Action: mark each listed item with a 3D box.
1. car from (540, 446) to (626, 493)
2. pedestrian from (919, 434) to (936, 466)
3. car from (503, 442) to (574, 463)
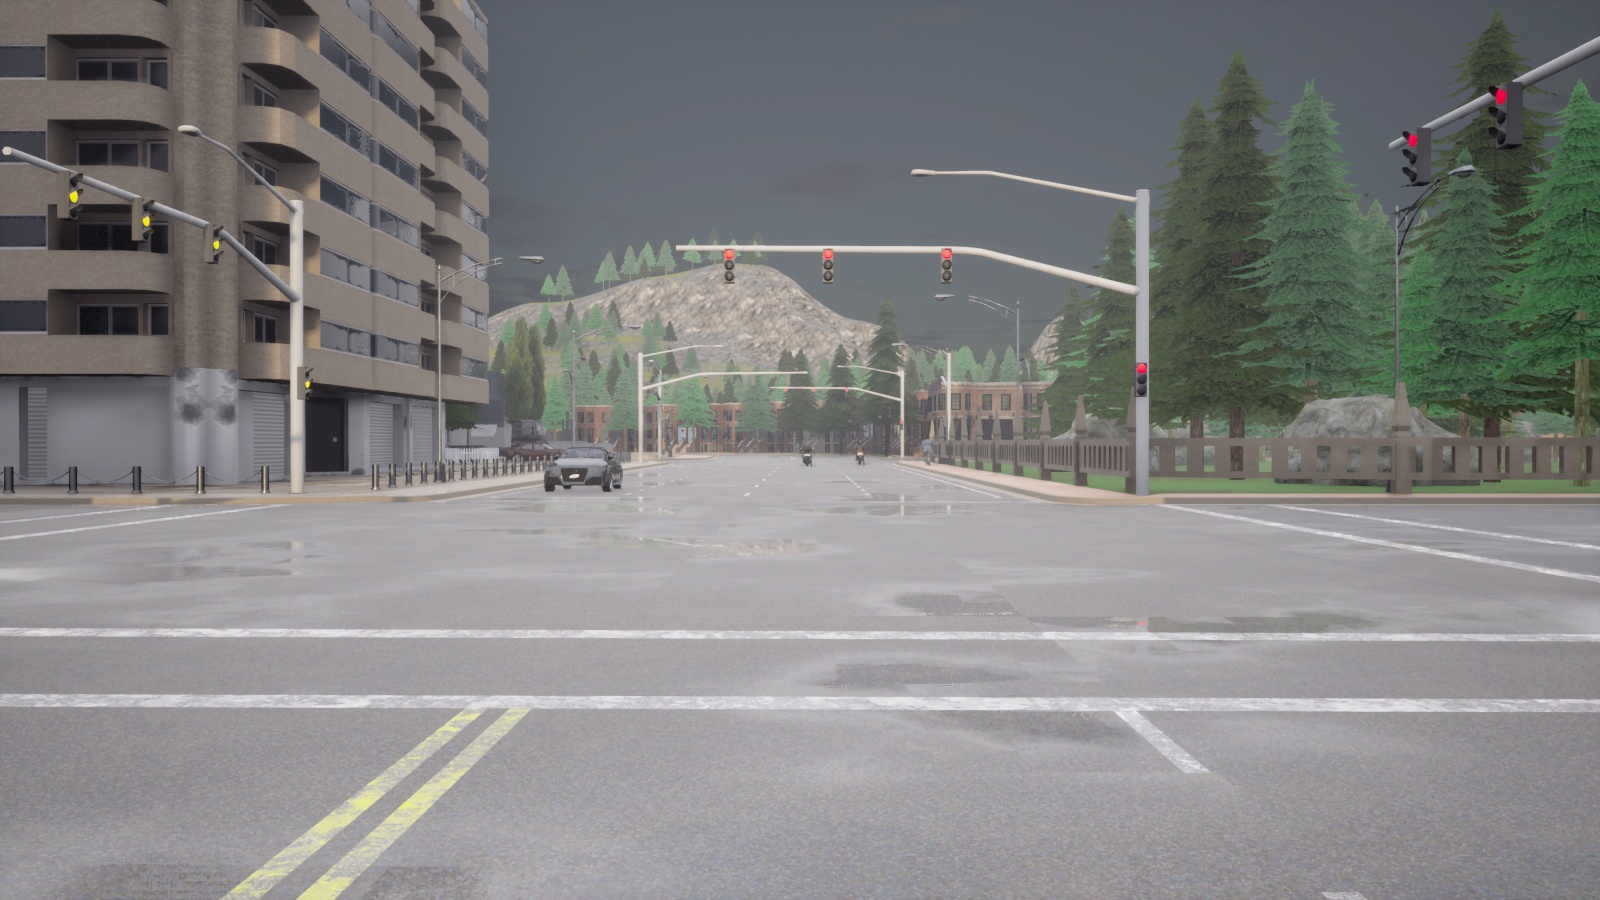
[{"bbox_3d":[-6.774,0.582,39.592,1.994,1.385,4.181,0,0,0],"label":"car"},{"bbox_3d":[7.423,-0.001,73.054,0.874,1.855,0.900,0,0,0],"label":"pedestrian"},{"bbox_3d":[-19.808,0.170,95.341,5.008,1.535,1.882,0,0,0],"label":"car"}]
